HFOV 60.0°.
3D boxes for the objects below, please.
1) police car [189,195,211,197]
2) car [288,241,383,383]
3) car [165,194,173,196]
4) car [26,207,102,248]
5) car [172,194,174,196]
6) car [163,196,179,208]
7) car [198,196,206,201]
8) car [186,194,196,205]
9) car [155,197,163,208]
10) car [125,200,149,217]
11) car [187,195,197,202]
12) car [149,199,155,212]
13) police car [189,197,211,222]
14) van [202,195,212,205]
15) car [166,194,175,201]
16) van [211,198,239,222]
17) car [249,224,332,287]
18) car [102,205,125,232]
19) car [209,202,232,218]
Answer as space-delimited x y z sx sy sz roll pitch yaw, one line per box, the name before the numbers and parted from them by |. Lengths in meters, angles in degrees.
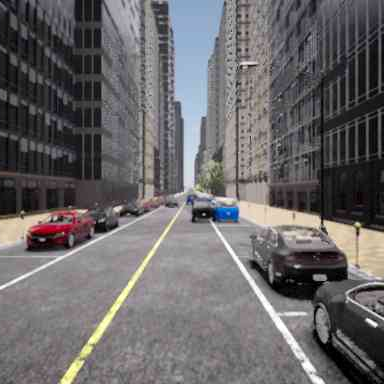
police car | 0.898 1.496 37.273 1.930 1.638 5.238 0 0 0
car | 2.686 1.559 3.491 2.008 1.369 4.403 0 0 0
car | -5.696 1.682 71.854 1.947 1.339 4.313 0 0 0
car | -5.694 1.575 14.885 1.887 1.381 4.507 0 0 0
car | -5.698 1.436 77.551 2.192 1.841 5.009 0 0 0
car | -3.079 1.656 51.173 1.994 1.385 4.181 0 0 0
car | 2.683 1.681 88.945 2.008 1.369 4.403 0 0 0
car | -0.003 1.326 63.237 2.150 2.045 5.566 0 0 0
car | -5.696 1.671 49.066 1.802 1.307 4.206 0 0 0
car | -5.695 1.627 31.975 1.947 1.339 4.313 0 0 0
car | -0.004 1.487 78.206 2.128 1.511 4.902 0 0 0
car | -5.696 1.615 37.672 1.887 1.381 4.507 0 0 0
police car | 0.899 1.478 27.273 1.930 1.638 5.238 0 0 0
van | 2.683 1.445 60.461 1.690 1.788 3.998 0 0 0
car | -5.698 1.445 88.945 2.192 1.841 5.009 0 0 0
van | 2.684 1.392 26.279 1.690 1.788 3.998 0 0 0
car | 2.686 1.570 9.188 2.008 1.369 4.403 0 0 0
car | -5.695 1.607 20.582 1.947 1.339 4.313 0 0 0
car | 2.685 1.643 31.975 1.802 1.307 4.206 0 0 0
